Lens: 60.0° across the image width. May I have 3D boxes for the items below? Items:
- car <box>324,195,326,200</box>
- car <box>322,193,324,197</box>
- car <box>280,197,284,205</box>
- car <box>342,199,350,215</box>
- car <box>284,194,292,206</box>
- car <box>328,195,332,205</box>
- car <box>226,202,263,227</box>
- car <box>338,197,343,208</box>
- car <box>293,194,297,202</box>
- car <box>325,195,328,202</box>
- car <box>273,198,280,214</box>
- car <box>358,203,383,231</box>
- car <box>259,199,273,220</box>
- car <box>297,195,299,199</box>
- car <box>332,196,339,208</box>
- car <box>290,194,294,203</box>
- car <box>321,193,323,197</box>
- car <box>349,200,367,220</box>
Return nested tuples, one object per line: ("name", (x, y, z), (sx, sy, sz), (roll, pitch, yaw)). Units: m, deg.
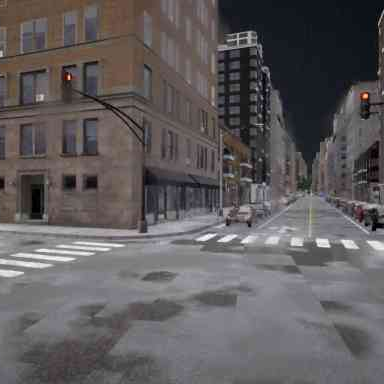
("car", (30.248, 1.575, 72.026), (1.802, 1.307, 4.206), (1, 0, 20))
("car", (33.992, 1.431, 82.434), (1.967, 1.590, 4.097), (1, 0, 20))
("car", (9.125, 1.546, 38.470), (1.887, 1.381, 4.507), (1, 0, 20))
("car", (15.279, 1.552, 30.389), (2.008, 1.369, 4.403), (1, 0, 20))
("car", (14.680, 1.524, 53.920), (1.752, 1.417, 4.829), (1, 0, 20))
("car", (24.635, 1.549, 56.412), (2.008, 1.369, 4.403), (1, 0, 20))
("car", (3.513, 1.584, 22.861), (1.802, 1.307, 4.206), (1, 0, 20))
("car", (17.151, 1.546, 35.594), (1.887, 1.381, 4.507), (1, 0, 20))
("car", (20.349, 1.561, 69.690), (1.947, 1.339, 4.313), (1, 0, 20))
("car", (28.377, 1.561, 66.821), (1.947, 1.339, 4.313), (1, 0, 20))
("car", (7.254, 1.552, 33.267), (2.008, 1.369, 4.403), (1, 0, 20))
("car", (11.537, 1.568, 19.980), (1.947, 1.339, 4.313), (1, 0, 20))
("car", (5.383, 1.567, 28.064), (1.947, 1.339, 4.313), (1, 0, 20))
("car", (22.222, 1.308, 74.892), (2.192, 1.841, 5.009), (1, 0, 20))
("car", (20.893, 1.566, 46.003), (1.947, 1.339, 4.313), (1, 0, 20))
("car", (16.608, 1.564, 59.283), (1.947, 1.339, 4.313), (1, 0, 20))
("car", (35.863, 1.430, 87.639), (1.967, 1.590, 4.097), (1, 0, 20))
("car", (13.408, 1.546, 25.184), (1.887, 1.381, 4.507), (1, 0, 20))
